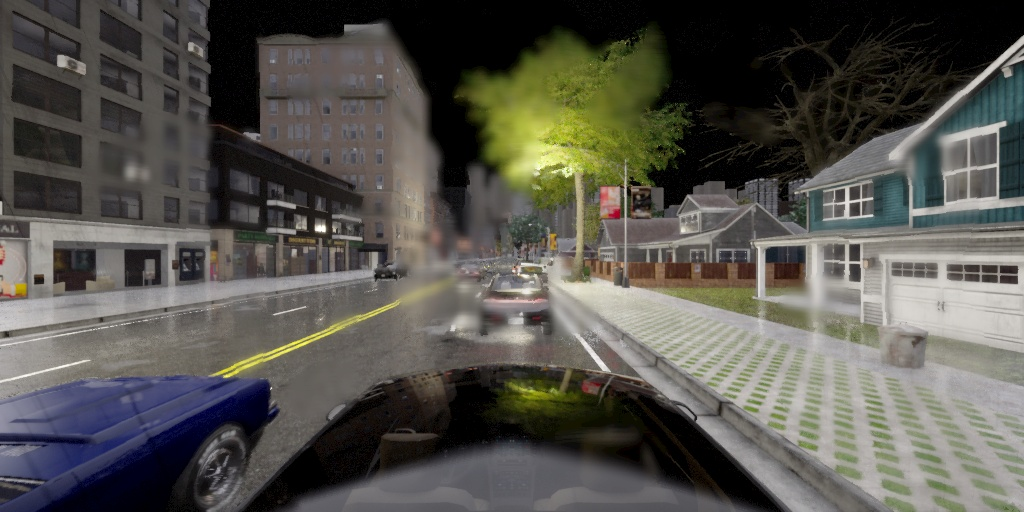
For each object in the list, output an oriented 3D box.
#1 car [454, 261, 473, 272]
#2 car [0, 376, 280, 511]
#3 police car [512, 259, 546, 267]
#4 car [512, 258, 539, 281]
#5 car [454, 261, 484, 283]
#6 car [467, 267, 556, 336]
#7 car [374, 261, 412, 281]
[{"bbox_3d":[-6.409,1.315,47.568,1.895,1.301,4.718,0,0,0],"label":"car"},{"bbox_3d":[-3.152,1.351,1.257,1.895,1.301,4.718,0,0,0],"label":"car"},{"bbox_3d":[1.053,1.165,20.597,1.930,1.638,5.238,0,0,0],"label":"police car"},{"bbox_3d":[1.094,1.082,30.457,2.097,1.767,4.553,0,0,0],"label":"car"},{"bbox_3d":[-3.045,1.279,27.956,2.033,1.411,5.357,0,0,1],"label":"car"},{"bbox_3d":[0.134,1.239,10.348,2.128,1.511,4.902,0,0,0],"label":"car"},{"bbox_3d":[-9.733,1.209,29.600,1.882,1.535,5.008,0,0,0],"label":"car"}]
